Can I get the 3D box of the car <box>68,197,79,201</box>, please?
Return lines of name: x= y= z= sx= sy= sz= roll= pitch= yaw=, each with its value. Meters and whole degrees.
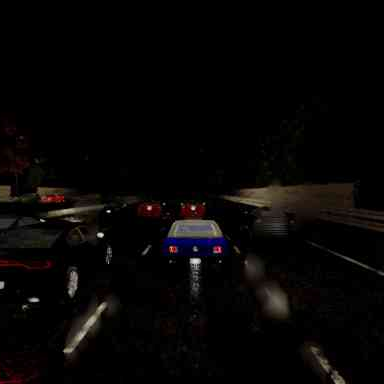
car: x=-21.036 y=1.615 z=60.331 sx=1.994 sy=1.385 sz=4.181 roll=0 pitch=0 yaw=1

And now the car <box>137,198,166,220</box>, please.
car: x=-3.407 y=1.370 z=28.710 sx=2.097 sy=1.767 sz=4.553 roll=0 pitch=0 yaw=0

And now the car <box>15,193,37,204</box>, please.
car: x=-28.034 y=1.273 z=57.158 sx=2.150 sy=2.045 sz=5.566 roll=0 pitch=0 yaw=1

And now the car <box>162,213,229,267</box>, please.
car: x=0.097 y=1.605 z=11.338 sx=1.895 sy=1.301 sz=4.718 roll=0 pitch=0 yaw=0

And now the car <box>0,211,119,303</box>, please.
car: x=-3.400 y=1.480 z=8.295 sx=1.882 sy=1.535 sz=5.008 roll=0 pitch=0 yaw=0

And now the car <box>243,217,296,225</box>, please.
car: x=3.496 y=1.389 z=15.663 sx=1.994 sy=1.385 sz=4.181 roll=0 pitch=0 yaw=0

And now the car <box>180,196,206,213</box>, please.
car: x=0.094 y=1.370 z=28.739 sx=2.097 sy=1.767 sz=4.553 roll=0 pitch=0 yaw=0

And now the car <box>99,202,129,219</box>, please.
car: x=-6.904 y=1.583 z=29.600 sx=1.994 sy=1.385 sz=4.181 roll=0 pitch=0 yaw=0

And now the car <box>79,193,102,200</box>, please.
car: x=-17.536 y=1.272 z=58.829 sx=2.150 sy=2.045 sz=5.566 roll=0 pitch=0 yaw=1

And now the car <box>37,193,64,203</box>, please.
car: x=-24.528 y=1.272 z=58.563 sx=2.150 sy=2.045 sz=5.566 roll=0 pitch=0 yaw=0

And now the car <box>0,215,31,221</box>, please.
car: x=-6.904 y=1.569 z=13.046 sx=1.994 sy=1.385 sz=4.181 roll=0 pitch=0 yaw=0
